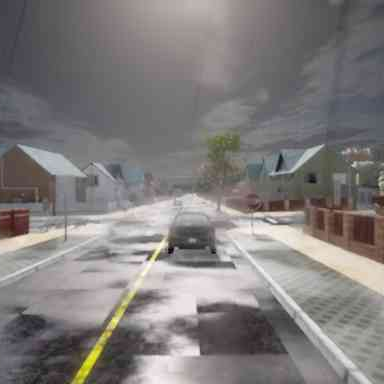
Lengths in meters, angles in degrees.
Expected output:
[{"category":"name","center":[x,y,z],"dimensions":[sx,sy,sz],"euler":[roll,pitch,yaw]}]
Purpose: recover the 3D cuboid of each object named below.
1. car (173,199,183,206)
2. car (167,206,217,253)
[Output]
[{"category":"car","center":[-2.783,2.099,65.896],"dimensions":[2.128,1.511,4.902],"euler":[0,-1,0]},{"category":"car","center":[-0.034,1.610,14.476],"dimensions":[1.882,1.535,5.008],"euler":[0,0,-1]}]
